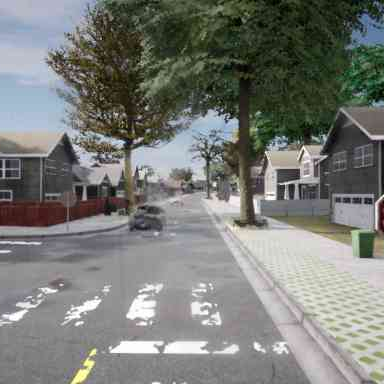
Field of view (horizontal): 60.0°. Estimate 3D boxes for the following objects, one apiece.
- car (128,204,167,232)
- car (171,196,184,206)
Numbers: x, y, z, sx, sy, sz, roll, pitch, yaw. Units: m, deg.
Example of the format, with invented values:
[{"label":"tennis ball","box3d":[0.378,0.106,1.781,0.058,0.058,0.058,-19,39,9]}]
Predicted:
[{"label":"car","box3d":[-2.590,1.535,20.155,1.837,1.490,4.892,0,1,0]},{"label":"car","box3d":[-2.311,1.308,52.932,1.812,1.442,4.674,0,0,0]}]
